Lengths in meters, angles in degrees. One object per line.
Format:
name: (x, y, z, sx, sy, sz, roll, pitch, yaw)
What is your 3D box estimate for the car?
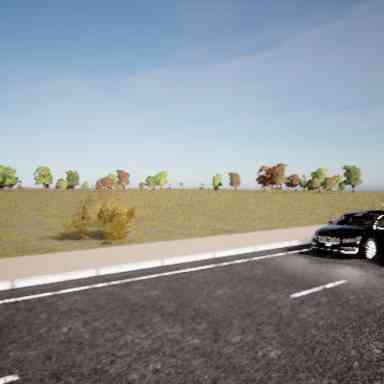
car: (6.419, 1.453, 12.255, 4.892, 1.490, 1.837, 0, 0, -35)
